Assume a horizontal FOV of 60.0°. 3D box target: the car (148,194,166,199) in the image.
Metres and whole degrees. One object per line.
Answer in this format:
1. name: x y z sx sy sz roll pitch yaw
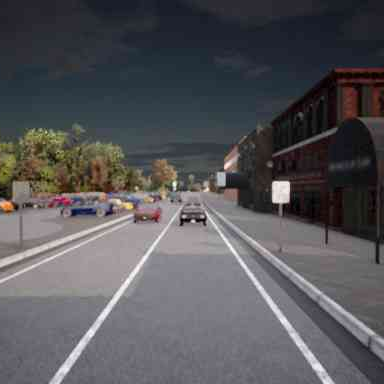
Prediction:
1. car: -9.118 1.181 86.789 4.674 1.452 2.002 0 1 0

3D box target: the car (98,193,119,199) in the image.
1. car: -21.694 1.143 86.659 5.008 1.535 2.097 0 1 0

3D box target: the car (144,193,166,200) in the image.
1. car: -9.321 1.179 83.965 5.366 1.575 1.946 0 1 0

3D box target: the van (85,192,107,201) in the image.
1. van: -21.865 1.080 75.490 4.442 1.987 1.878 0 1 0

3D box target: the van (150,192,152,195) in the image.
1. van: -9.404 1.337 55.568 4.442 1.987 1.878 0 0 0

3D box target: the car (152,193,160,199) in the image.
1. car: -9.236 1.470 64.186 5.008 1.535 2.097 0 1 0

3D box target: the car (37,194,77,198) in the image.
1. car: -21.851 1.306 52.758 5.566 2.045 2.435 0 0 0

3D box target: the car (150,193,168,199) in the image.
1. car: -9.061 1.089 92.440 4.792 1.488 2.163 0 1 0

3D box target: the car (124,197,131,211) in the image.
1. car: -9.396 1.546 35.908 4.674 1.452 2.002 0 0 0

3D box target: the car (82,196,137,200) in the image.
1. car: -9.564 1.512 38.735 5.366 1.575 1.946 0 0 0

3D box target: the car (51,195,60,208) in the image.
1. car: -21.881 1.569 47.110 4.792 1.488 2.163 0 0 0

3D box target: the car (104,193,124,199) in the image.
1. car: -21.654 1.059 92.430 5.008 1.535 2.097 0 1 0

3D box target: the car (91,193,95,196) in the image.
1. car: -21.845 1.500 64.200 4.792 1.488 2.163 0 1 0

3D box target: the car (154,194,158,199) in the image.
1. car: -9.254 1.551 61.361 4.674 1.452 2.002 0 1 0

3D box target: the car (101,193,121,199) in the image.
1. car: -21.703 1.130 89.607 4.792 1.488 2.163 0 1 0

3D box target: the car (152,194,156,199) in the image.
1. car: -9.275 1.587 58.527 4.674 1.452 2.002 0 1 0

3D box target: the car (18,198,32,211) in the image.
1. car: -21.953 1.513 38.640 5.008 1.535 2.097 0 0 0

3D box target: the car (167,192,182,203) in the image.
1. car: -3.160 1.177 66.638 2.150 2.045 5.566 0 1 1

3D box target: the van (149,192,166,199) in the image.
1. van: -9.222 0.874 89.611 4.442 1.987 1.878 0 1 0

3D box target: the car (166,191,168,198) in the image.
1. car: -8.965 1.220 81.137 5.366 1.575 1.946 0 1 0

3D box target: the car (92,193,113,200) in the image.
1. car: -21.750 1.100 81.011 4.553 1.767 2.185 0 1 0

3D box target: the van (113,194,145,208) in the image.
1. van: -9.434 1.324 50.038 4.442 1.987 1.878 0 0 0

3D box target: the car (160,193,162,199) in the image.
1. car: -9.214 1.428 69.837 4.674 1.452 2.002 0 1 0

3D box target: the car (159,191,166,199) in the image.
1. car: -9.224 1.095 72.658 5.566 2.045 2.435 0 1 0

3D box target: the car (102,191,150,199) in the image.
1. car: -9.305 1.290 47.212 5.566 2.045 2.435 0 0 0

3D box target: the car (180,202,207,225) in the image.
1. car: 0.081 1.693 24.688 1.895 1.301 4.718 0 0 0

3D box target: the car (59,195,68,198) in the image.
1. car: -21.865 1.578 49.934 4.792 1.488 2.163 0 0 0

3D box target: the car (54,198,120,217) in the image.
1. car: -9.453 1.518 30.256 4.792 1.488 2.163 0 0 0

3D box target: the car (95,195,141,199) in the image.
1. car: -9.358 1.523 41.560 5.008 1.535 2.097 0 0 0

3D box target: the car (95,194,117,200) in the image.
1. car: -21.699 1.184 83.836 5.008 1.535 2.097 0 1 0

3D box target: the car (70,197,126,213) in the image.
1. car: -9.411 1.537 33.083 4.674 1.452 2.002 0 0 0

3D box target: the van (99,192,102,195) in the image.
1. van: -21.899 1.162 69.841 4.442 1.987 1.878 0 1 0

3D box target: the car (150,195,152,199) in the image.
1. car: -9.305 1.598 52.862 4.674 1.452 2.002 0 0 0

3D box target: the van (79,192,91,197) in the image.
1. van: -21.711 1.285 61.369 4.442 1.987 1.878 0 1 0

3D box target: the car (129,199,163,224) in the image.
1. car: -3.367 1.571 26.216 1.882 1.535 5.008 0 0 0

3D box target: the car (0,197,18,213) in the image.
1. car: -21.941 1.379 35.941 4.553 1.767 2.185 0 0 0

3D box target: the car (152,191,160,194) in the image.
1. car: -9.258 1.303 67.010 4.553 1.767 2.185 0 1 0

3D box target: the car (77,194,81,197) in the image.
1. car: -21.858 1.562 55.593 5.008 1.535 2.097 0 0 0

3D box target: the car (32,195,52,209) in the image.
1. car: -21.932 1.532 44.412 4.892 1.521 2.231 0 0 0

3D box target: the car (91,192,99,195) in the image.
1. car: -21.767 1.305 66.895 4.553 1.767 2.185 0 1 0

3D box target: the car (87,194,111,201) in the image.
1. car: -21.740 1.266 78.190 5.008 1.535 2.097 0 1 0

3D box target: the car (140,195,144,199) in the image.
1. car: -9.353 1.532 44.385 5.008 1.535 2.097 0 0 0

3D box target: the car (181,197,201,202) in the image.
1. car: 0.087 1.440 41.413 2.097 1.767 4.553 0 0 0
